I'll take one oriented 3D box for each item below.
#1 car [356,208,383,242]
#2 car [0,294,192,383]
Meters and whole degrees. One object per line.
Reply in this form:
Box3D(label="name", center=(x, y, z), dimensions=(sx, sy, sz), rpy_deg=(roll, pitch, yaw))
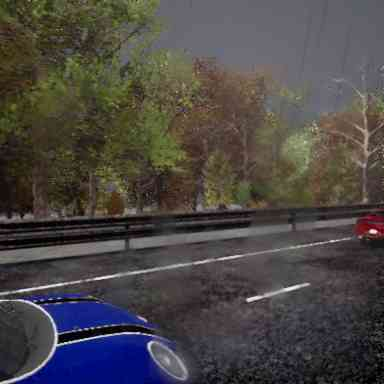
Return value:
Box3D(label="car", center=(9.255, 1.433, 14.774), dimensions=(5.008, 1.535, 1.882), rpy_deg=(0, 0, -36))
Box3D(label="car", center=(-2.176, 1.354, 2.207), dimensions=(4.553, 1.767, 2.097), rpy_deg=(0, 0, -35))
